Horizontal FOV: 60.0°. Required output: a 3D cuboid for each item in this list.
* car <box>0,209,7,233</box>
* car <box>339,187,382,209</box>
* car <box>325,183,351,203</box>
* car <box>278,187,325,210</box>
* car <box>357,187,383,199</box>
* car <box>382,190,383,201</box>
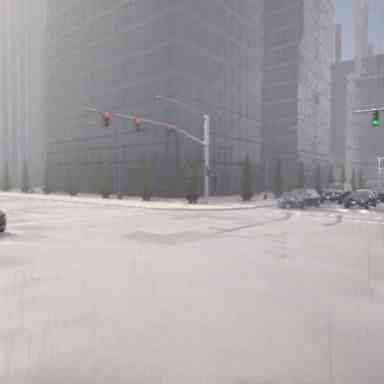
[{"bbox_3d":[-9.696,0.939,14.224,5.008,1.535,1.882,1,2,40],"label":"car"},{"bbox_3d":[14.780,0.607,28.998,1.837,1.490,4.892,2,3,40],"label":"car"},{"bbox_3d":[15.220,0.119,34.924,2.150,2.045,5.566,2,3,40],"label":"car"},{"bbox_3d":[8.882,0.460,27.413,2.097,1.767,4.553,2,3,40],"label":"car"},{"bbox_3d":[24.986,0.078,46.536,2.128,1.511,4.902,2,2,40],"label":"car"},{"bbox_3d":[21.047,0.446,36.455,2.033,1.411,5.357,2,3,40],"label":"car"}]
